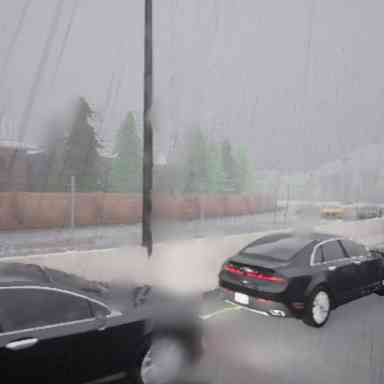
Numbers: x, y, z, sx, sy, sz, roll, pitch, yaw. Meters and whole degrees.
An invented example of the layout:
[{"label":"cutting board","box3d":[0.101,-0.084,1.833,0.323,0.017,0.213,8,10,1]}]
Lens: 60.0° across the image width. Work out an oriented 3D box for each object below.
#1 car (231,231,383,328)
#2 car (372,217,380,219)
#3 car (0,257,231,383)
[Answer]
[{"label":"car","box3d":[2.739,1.625,7.315,4.892,1.490,1.837,1,-1,-39]},{"label":"car","box3d":[17.811,2.050,33.084,1.837,1.490,4.892,0,-1,33]},{"label":"car","box3d":[-2.046,1.559,3.628,4.892,1.490,1.837,1,-1,-36]}]
